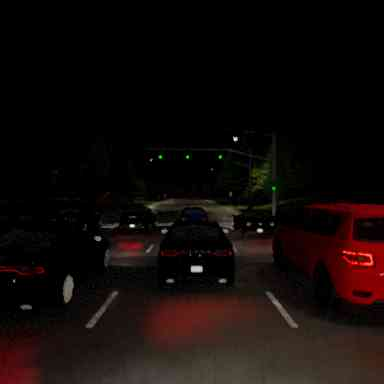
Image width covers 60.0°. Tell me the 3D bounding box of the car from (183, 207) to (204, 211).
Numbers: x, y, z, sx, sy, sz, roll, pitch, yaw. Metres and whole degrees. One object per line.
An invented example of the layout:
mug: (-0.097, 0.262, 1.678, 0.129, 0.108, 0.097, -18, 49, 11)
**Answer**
car: (0.100, 1.693, 21.150, 1.812, 1.442, 4.674, 0, 0, 0)

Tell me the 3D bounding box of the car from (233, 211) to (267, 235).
car: (3.598, 1.758, 19.783, 1.895, 1.301, 4.718, 0, 0, 0)

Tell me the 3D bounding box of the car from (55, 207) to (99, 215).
car: (-6.903, 1.665, 20.101, 1.837, 1.490, 4.892, 0, 0, 0)

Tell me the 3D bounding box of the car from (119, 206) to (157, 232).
car: (-3.403, 1.675, 21.349, 1.837, 1.490, 4.892, 0, 0, 0)

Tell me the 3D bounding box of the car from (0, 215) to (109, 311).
car: (-3.401, 1.542, 8.040, 1.882, 1.535, 5.008, 0, 0, 0)

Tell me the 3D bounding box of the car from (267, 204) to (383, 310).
car: (3.597, 1.288, 8.066, 2.150, 2.045, 5.566, 0, 0, 0)

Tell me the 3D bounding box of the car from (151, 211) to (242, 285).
car: (0.098, 1.556, 9.755, 1.882, 1.535, 5.008, 0, 0, 0)
